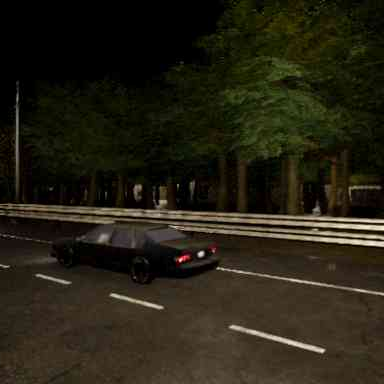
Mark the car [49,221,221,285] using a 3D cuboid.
[{"bbox_3d":[-1.825,1.548,9.476,5.357,1.411,2.033,0,0,36],"label":"car"}]
